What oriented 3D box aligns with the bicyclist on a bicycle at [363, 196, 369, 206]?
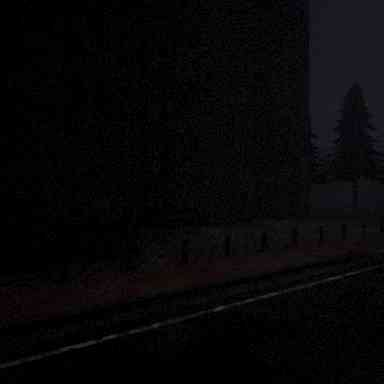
[{"bbox_3d":[23.756,1.314,45.453,1.656,1.620,0.582,0,0,-37],"label":"bicyclist on a bicycle"}]
